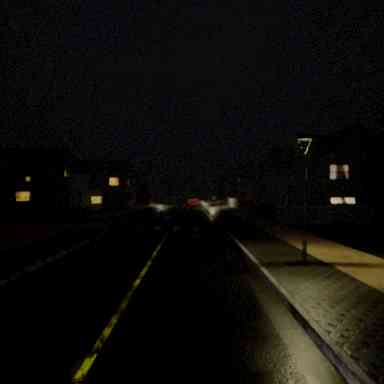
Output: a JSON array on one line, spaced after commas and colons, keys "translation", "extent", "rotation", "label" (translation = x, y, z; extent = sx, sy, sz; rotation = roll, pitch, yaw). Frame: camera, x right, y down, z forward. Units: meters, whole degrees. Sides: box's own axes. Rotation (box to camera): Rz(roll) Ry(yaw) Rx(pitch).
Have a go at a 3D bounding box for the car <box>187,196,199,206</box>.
[{"translation": [0.128, 1.570, 59.302], "extent": [2.097, 1.767, 4.553], "rotation": [0, 0, 0], "label": "car"}]
